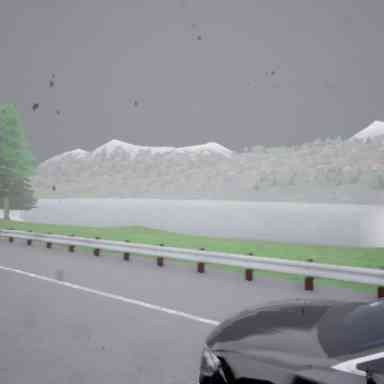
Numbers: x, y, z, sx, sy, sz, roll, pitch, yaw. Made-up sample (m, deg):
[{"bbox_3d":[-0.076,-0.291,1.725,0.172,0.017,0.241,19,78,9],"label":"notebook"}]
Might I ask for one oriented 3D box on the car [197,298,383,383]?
[{"bbox_3d":[2.283,1.490,2.361,4.902,1.511,2.128,0,0,36],"label":"car"}]
